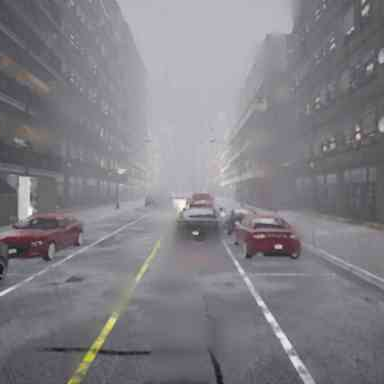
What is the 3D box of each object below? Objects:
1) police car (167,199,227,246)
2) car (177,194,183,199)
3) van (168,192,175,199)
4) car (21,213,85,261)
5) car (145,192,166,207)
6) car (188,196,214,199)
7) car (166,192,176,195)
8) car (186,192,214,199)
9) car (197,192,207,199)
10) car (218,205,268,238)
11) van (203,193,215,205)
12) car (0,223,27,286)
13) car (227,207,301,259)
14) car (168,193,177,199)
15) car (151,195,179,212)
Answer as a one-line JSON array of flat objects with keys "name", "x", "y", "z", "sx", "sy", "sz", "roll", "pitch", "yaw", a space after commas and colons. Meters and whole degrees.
[{"name": "police car", "x": 0.434, "y": 1.351, "z": 15.223, "sx": 1.930, "sy": 1.638, "sz": 5.238, "roll": 0, "pitch": 0, "yaw": 7}, {"name": "car", "x": -2.764, "y": 1.109, "z": 76.497, "sx": 1.994, "sy": 1.385, "sz": 4.181, "roll": 0, "pitch": 0, "yaw": 0}, {"name": "van", "x": -5.319, "y": 0.933, "z": 85.817, "sx": 1.690, "sy": 1.788, "sz": 3.998, "roll": 1, "pitch": 0, "yaw": 0}, {"name": "car", "x": -5.308, "y": 1.487, "z": 12.097, "sx": 1.887, "sy": 1.381, "sz": 4.507, "roll": 1, "pitch": 0, "yaw": 0}, {"name": "car", "x": -5.311, "y": 1.095, "z": 46.121, "sx": 2.192, "sy": 1.841, "sz": 5.009, "roll": 1, "pitch": 0, "yaw": 0}, {"name": "car", "x": 0.820, "y": 1.335, "z": 25.157, "sx": 1.801, "sy": 1.575, "sz": 5.366, "roll": 0, "pitch": 0, "yaw": 0}, {"name": "car", "x": -5.317, "y": 0.960, "z": 74.475, "sx": 2.192, "sy": 1.841, "sz": 5.009, "roll": 1, "pitch": 0, "yaw": 0}, {"name": "car", "x": 0.819, "y": 1.076, "z": 30.997, "sx": 2.150, "sy": 2.045, "sz": 5.566, "roll": 0, "pitch": 0, "yaw": 0}, {"name": "car", "x": 2.561, "y": 0.906, "z": 85.848, "sx": 2.192, "sy": 1.841, "sz": 5.009, "roll": 1, "pitch": 0, "yaw": 0}, {"name": "car", "x": 2.571, "y": 1.465, "z": 17.799, "sx": 2.008, "sy": 1.369, "sz": 4.403, "roll": 1, "pitch": 0, "yaw": 0}, {"name": "van", "x": 2.567, "y": 1.094, "z": 51.823, "sx": 1.690, "sy": 1.788, "sz": 3.998, "roll": 1, "pitch": 0, "yaw": 0}, {"name": "car", "x": -5.307, "y": 1.535, "z": 6.426, "sx": 1.947, "sy": 1.339, "sz": 4.313, "roll": 1, "pitch": 0, "yaw": 0}, {"name": "car", "x": 2.572, "y": 1.486, "z": 12.128, "sx": 1.887, "sy": 1.381, "sz": 4.507, "roll": 1, "pitch": 0, "yaw": 0}, {"name": "car", "x": -5.323, "y": 1.116, "z": 91.488, "sx": 2.008, "sy": 1.369, "sz": 4.403, "roll": 1, "pitch": 0, "yaw": 0}, {"name": "car", "x": -2.856, "y": 1.376, "z": 35.769, "sx": 2.033, "sy": 1.411, "sz": 5.357, "roll": 0, "pitch": 0, "yaw": 0}]
